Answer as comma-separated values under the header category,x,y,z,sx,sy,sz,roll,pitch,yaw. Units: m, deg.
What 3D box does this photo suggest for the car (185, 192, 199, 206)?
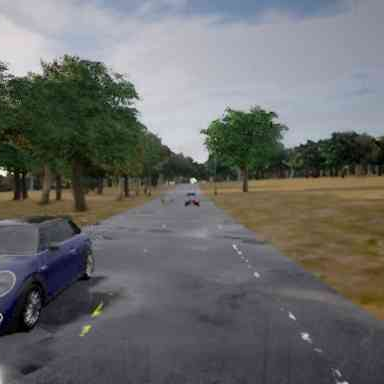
category,x,y,z,sx,sy,sz,roll,pitch,yaw
car,0.011,1.132,45.137,1.895,1.301,4.718,0,1,0

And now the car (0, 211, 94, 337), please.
category,x,y,z,sx,sy,sz,roll,pitch,yaw
car,-3.599,1.348,6.772,2.097,1.767,4.553,0,0,0

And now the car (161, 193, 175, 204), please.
category,x,y,z,sx,sy,sz,roll,pitch,yaw
car,-3.601,0.965,50.097,2.128,1.511,4.902,0,1,0

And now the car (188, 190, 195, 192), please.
category,x,y,z,sx,sy,sz,roll,pitch,yaw
car,-0.140,0.400,68.225,1.882,1.535,5.008,0,2,0
